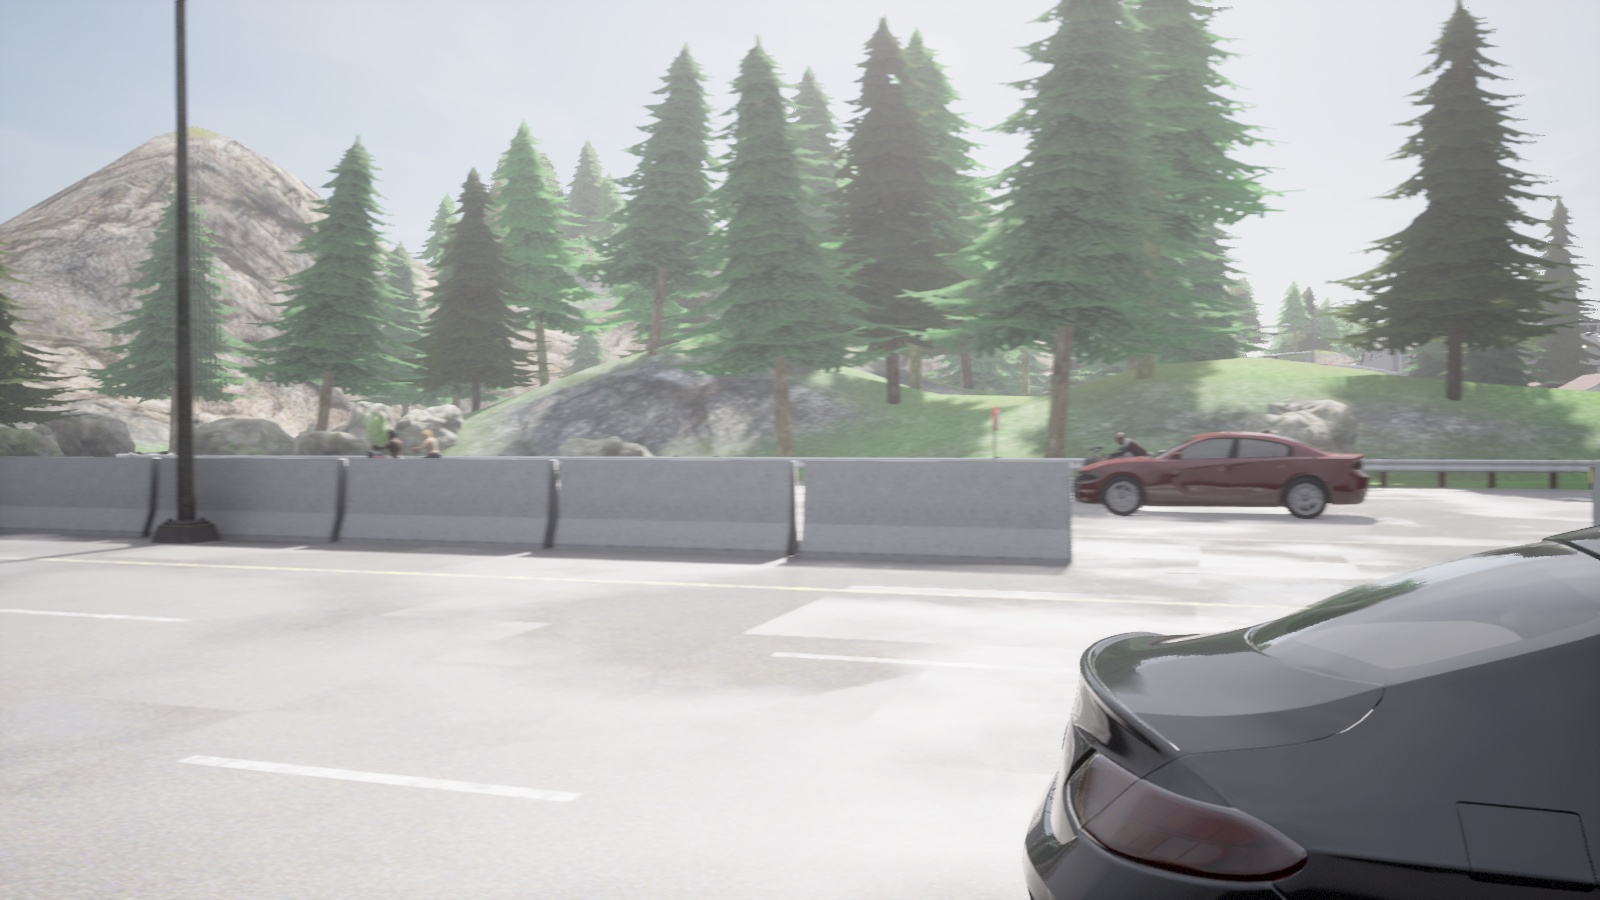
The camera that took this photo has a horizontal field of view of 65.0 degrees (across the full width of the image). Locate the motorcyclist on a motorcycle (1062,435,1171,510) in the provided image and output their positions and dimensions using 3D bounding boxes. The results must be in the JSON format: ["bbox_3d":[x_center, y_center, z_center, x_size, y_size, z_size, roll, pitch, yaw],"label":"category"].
[{"bbox_3d":[6.751,0.458,26.770,2.191,1.530,0.866,1,1,19],"label":"motorcyclist on a motorcycle"}]

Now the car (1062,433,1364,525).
[{"bbox_3d":[7.424,0.466,22.850,5.008,1.535,1.882,0,1,19],"label":"car"}]

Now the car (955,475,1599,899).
[{"bbox_3d":[2.769,0.826,2.262,4.674,1.442,1.812,0,1,19],"label":"car"}]
